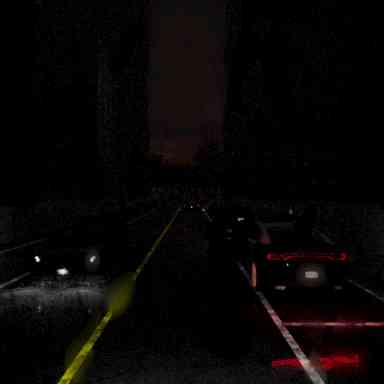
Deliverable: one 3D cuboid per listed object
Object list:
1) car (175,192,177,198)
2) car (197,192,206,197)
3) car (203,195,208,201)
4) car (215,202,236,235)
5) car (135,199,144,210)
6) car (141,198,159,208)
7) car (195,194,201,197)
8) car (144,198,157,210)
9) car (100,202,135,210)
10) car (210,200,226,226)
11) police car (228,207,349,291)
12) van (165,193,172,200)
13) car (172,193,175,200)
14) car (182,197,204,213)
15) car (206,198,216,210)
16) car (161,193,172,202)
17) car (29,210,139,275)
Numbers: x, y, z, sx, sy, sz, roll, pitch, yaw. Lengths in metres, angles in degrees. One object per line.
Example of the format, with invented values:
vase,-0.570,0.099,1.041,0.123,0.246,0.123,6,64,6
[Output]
car,-5.966,1.123,90.519,2.192,1.841,5.009,-1,0,0
car,2.597,1.398,73.676,1.752,1.417,4.829,-1,0,0
car,2.665,1.485,41.493,1.752,1.417,4.829,-1,0,0
car,2.709,1.555,20.512,1.947,1.339,4.313,-1,0,0
car,-5.837,1.560,30.375,1.802,1.307,4.206,-1,0,0
car,-5.871,1.514,46.510,1.947,1.339,4.313,-1,0,0
car,-0.054,1.453,46.435,1.837,1.490,4.892,0,0,1
car,-5.860,1.511,41.131,2.008,1.369,4.403,-1,0,0
car,-5.826,1.529,24.998,1.887,1.381,4.507,-1,0,0
car,2.698,1.549,25.715,1.947,1.339,4.313,-1,0,0
police car,2.347,1.421,9.129,1.930,1.638,5.238,0,0,0
van,-5.954,1.172,84.840,1.690,1.788,3.998,-1,0,0
car,-5.942,1.168,79.159,2.192,1.841,5.009,-1,0,0
car,-0.015,1.532,36.513,1.994,1.385,4.181,0,0,1
car,2.687,1.528,30.917,2.008,1.369,4.403,-1,0,0
car,-5.927,1.455,73.480,1.802,1.307,4.206,-1,0,0
car,-3.123,1.543,10.694,2.033,1.411,5.357,0,0,0
